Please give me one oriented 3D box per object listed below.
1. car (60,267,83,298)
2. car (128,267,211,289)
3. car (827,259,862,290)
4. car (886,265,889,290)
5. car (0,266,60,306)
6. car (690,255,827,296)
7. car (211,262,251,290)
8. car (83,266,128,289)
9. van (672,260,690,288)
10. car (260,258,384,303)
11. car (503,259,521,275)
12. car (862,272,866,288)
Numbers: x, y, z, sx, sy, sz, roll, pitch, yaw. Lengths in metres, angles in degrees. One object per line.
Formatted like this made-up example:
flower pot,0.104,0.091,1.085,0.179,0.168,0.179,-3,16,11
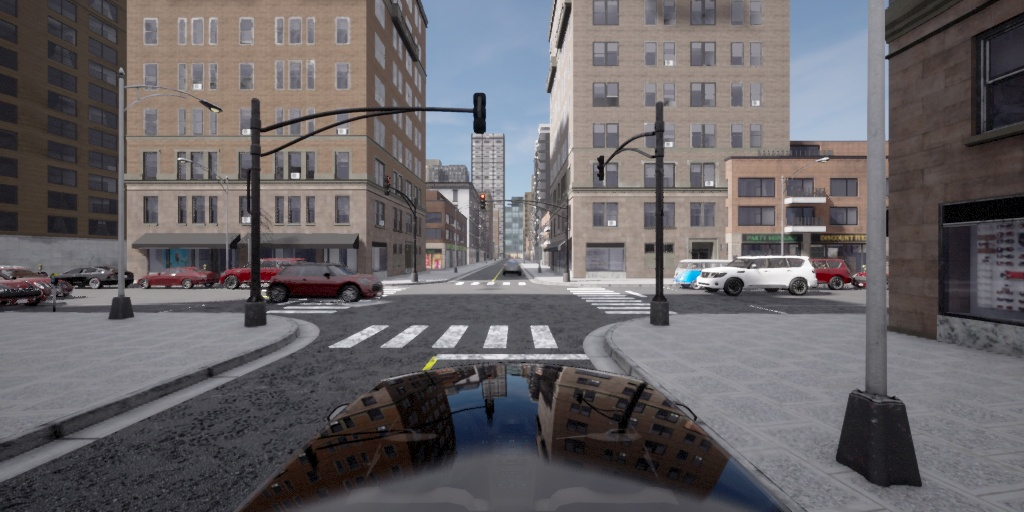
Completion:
car,-22.812,1.263,16.125,4.674,1.442,1.812,0,0,0
car,-20.437,1.321,22.066,4.207,1.307,1.802,0,0,0
car,17.630,1.086,21.853,5.009,1.841,2.192,0,0,0
car,22.921,1.281,19.065,4.892,1.490,1.837,0,0,0
car,-20.459,1.179,13.540,4.097,1.591,1.967,0,0,0
car,12.956,0.989,19.119,5.566,2.045,2.150,0,0,0
car,-14.913,1.059,22.035,5.009,1.841,2.192,0,0,0
car,-25.960,1.299,22.097,4.313,1.339,1.948,0,0,0
van,12.034,1.108,21.884,3.998,1.789,1.690,0,0,0
car,-8.190,1.102,16.038,4.553,1.767,2.097,0,0,0
car,0.014,1.332,39.996,1.994,1.385,4.181,0,0,0
car,23.226,1.216,21.821,4.097,1.591,1.967,0,0,0
